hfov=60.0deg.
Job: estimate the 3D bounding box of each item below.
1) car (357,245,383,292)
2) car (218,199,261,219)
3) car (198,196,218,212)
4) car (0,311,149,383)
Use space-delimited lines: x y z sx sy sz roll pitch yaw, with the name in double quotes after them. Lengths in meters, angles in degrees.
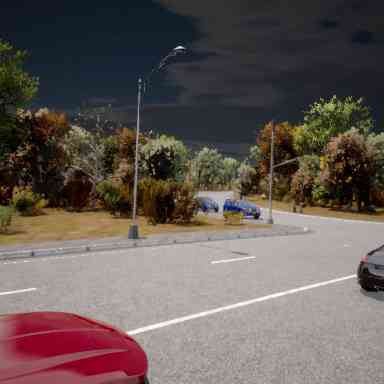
5.815 1.666 7.949 4.181 1.385 1.994 1 -1 -35 "car"
5.447 1.849 37.170 2.150 2.045 5.566 3 -1 -22 "car"
1.942 1.696 46.767 2.150 2.045 5.566 3 1 -18 "car"
-2.610 1.478 1.881 5.008 1.535 1.882 0 0 -36 "car"
